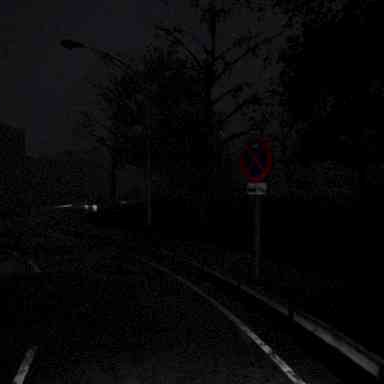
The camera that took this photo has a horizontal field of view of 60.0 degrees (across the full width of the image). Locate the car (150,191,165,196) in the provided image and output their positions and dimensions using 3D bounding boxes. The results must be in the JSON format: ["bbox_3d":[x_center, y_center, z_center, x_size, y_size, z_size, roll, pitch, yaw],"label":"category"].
[{"bbox_3d":[-8.728,0.551,78.632,2.097,1.767,4.553,-1,1,11],"label":"car"}]

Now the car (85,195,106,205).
[{"bbox_3d":[-16.206,1.345,56.302,1.837,1.490,4.892,-1,2,11],"label":"car"}]

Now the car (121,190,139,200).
[{"bbox_3d":[-13.319,0.671,71.709,2.150,2.045,5.566,-1,1,10],"label":"car"}]

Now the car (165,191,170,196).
[{"bbox_3d":[-6.889,0.331,88.497,2.033,1.411,5.357,-1,1,11],"label":"car"}]
